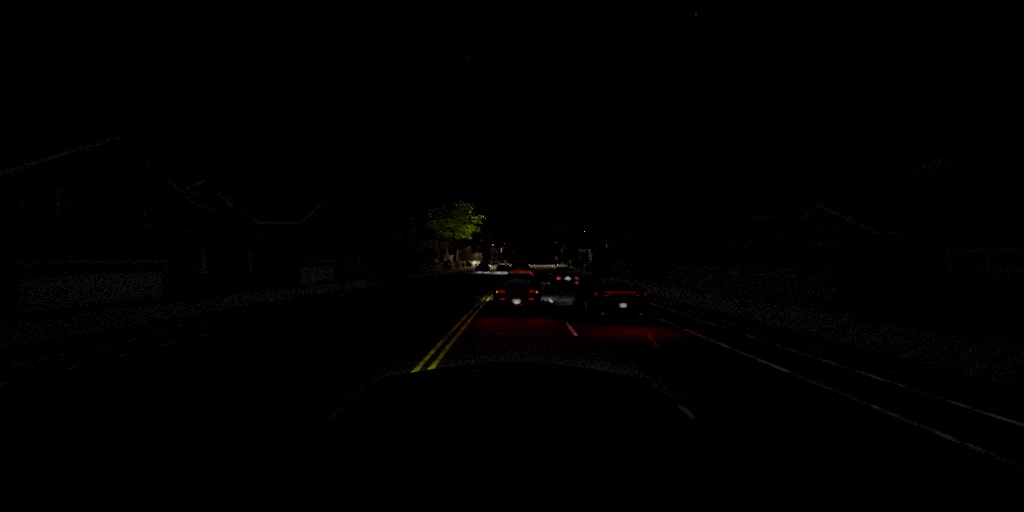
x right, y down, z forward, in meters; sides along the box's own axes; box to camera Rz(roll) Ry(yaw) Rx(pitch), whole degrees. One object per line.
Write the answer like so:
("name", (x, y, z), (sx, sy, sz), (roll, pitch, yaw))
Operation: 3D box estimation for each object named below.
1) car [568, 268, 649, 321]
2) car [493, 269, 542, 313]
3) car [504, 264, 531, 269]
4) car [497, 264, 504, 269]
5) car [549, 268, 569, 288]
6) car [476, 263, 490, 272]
("car", (3.443, 1.364, 13.285), (1.882, 1.535, 5.008), (0, -1, 2))
("car", (0.251, 1.428, 14.837), (1.812, 1.442, 4.674), (0, 0, 2))
("car", (0.735, 1.410, 29.041), (2.097, 1.767, 4.553), (0, -1, 3))
("car", (-1.451, 1.971, 59.735), (1.895, 1.301, 4.718), (0, -1, 3))
("car", (3.880, 1.585, 26.833), (2.033, 1.411, 5.357), (0, -1, 3))
("car", (-4.748, 1.907, 58.807), (2.033, 1.411, 5.357), (0, -1, 3))
